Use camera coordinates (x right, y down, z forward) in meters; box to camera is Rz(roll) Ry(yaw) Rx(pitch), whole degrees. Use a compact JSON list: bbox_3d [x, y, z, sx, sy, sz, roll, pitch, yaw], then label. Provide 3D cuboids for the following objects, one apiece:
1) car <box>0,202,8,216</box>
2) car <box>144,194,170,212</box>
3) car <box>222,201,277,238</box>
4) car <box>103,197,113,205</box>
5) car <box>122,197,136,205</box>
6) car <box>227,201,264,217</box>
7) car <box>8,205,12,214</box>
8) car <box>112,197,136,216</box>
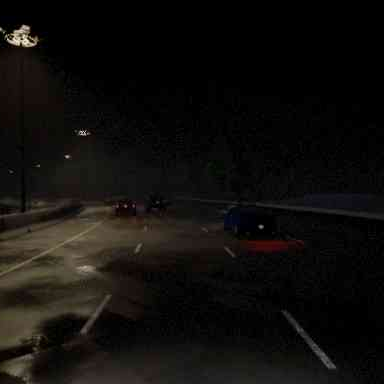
[{"bbox_3d":[-15.954,1.742,24.585,2.128,1.511,4.902,-1,0,-9],"label":"car"},{"bbox_3d":[-4.565,1.301,40.753,2.150,2.045,5.566,-1,0,-14],"label":"car"},{"bbox_3d":[2.883,1.437,17.665,1.882,1.535,5.008,0,0,-6],"label":"car"},{"bbox_3d":[-15.910,1.751,64.073,2.128,1.511,4.902,-1,0,-23],"label":"car"},{"bbox_3d":[-12.329,1.729,64.579,1.812,1.442,4.674,-1,0,-23],"label":"car"},{"bbox_3d":[4.933,1.532,31.560,1.895,1.301,4.718,-1,0,-11],"label":"car"},{"bbox_3d":[-21.999,1.894,37.724,2.033,1.411,5.357,-1,0,-14],"label":"car"},{"bbox_3d":[-6.958,1.466,34.839,2.097,1.767,4.553,-1,0,-12],"label":"car"}]
